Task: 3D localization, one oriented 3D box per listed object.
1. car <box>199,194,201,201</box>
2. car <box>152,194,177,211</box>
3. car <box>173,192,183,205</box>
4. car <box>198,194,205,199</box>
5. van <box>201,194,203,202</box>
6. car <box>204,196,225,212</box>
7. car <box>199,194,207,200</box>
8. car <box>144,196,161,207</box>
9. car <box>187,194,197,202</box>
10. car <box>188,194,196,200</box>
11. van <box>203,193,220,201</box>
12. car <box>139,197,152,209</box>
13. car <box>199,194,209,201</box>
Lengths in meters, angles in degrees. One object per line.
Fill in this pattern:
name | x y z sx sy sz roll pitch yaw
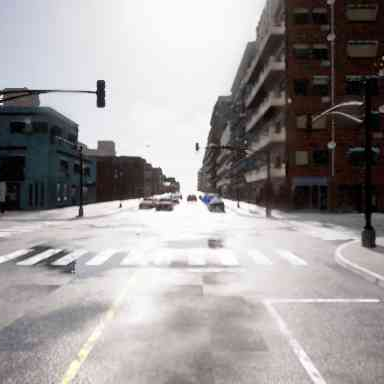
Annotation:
car | 2.710 1.275 65.001 1.752 1.417 4.829 1 0 0
car | -3.082 1.341 37.910 1.882 1.535 5.008 0 0 0
car | -3.036 1.270 55.118 1.882 1.535 5.008 0 0 1
car | 2.714 1.158 92.736 1.887 1.381 4.507 1 0 0
van | 2.711 1.140 53.670 1.690 1.788 3.998 1 0 0
car | 2.706 1.419 36.929 2.008 1.369 4.403 1 0 0
car | 2.712 1.236 81.574 1.947 1.339 4.313 1 0 0
car | -5.673 1.367 48.054 1.887 1.381 4.507 1 0 0
car | 0.008 1.093 66.799 2.097 1.767 4.553 0 0 0
car | 0.008 1.121 76.867 1.895 1.301 4.718 0 0 0
van | 2.710 1.186 42.507 1.690 1.788 3.998 1 0 0
car | -5.674 1.427 42.474 1.802 1.307 4.206 1 0 0
car | 2.711 1.264 75.993 1.947 1.339 4.313 1 0 0
